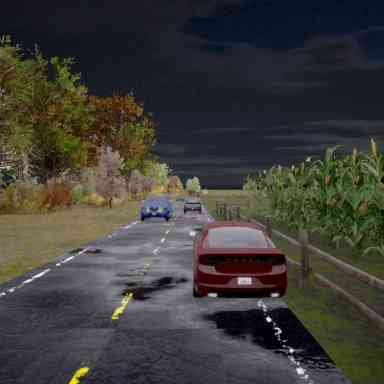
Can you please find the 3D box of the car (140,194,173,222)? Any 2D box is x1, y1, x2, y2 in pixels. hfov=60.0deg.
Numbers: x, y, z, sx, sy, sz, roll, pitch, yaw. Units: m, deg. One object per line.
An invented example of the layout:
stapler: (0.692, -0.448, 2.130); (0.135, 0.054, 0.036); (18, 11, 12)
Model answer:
car: (-2.747, 1.217, 26.726); (2.150, 2.045, 5.566); (0, 0, 0)

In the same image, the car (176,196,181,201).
car: (-2.743, 1.561, 80.178); (1.994, 1.385, 4.181); (0, 0, 0)

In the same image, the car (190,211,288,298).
car: (0.964, 1.475, 8.554); (1.882, 1.535, 5.008); (0, 0, 0)

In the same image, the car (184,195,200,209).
car: (0.060, 1.346, 46.034); (2.097, 1.767, 4.553); (0, 0, 1)

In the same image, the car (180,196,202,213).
car: (0.078, 1.486, 35.999); (2.128, 1.511, 4.902); (0, 0, 0)
